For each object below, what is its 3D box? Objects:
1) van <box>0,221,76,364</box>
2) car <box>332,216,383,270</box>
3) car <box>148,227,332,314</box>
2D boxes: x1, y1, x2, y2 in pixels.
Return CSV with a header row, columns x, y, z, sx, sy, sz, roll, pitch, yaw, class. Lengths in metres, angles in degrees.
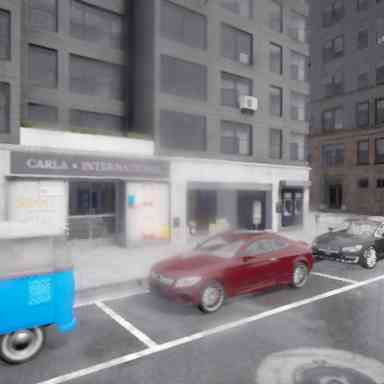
x,y,z,sx,sy,sz,roll,pitch,yaw,class
-3.560,1.344,4.215,3.998,1.788,1.690,0,1,-35,van
5.677,1.495,10.805,4.403,1.369,2.008,0,1,-35,car
1.058,1.556,7.511,4.206,1.307,1.802,0,1,-35,car
